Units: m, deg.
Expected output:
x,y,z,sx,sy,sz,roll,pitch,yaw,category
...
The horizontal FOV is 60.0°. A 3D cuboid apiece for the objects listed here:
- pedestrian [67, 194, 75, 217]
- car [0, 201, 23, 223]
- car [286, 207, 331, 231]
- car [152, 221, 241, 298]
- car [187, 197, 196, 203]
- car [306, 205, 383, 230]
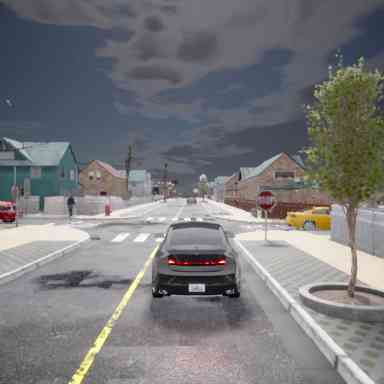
x,y,z,sx,sy,sz,roll,pitch,yaw,category
-9.687,1.047,26.608,0.375,1.860,0.375,0,-2,0,pedestrian
-13.616,0.937,20.747,5.566,2.045,2.150,2,-1,-1,car
8.451,1.693,20.777,5.008,1.535,1.882,1,-1,0,car
0.081,1.510,8.513,1.837,1.490,4.892,0,0,0,car
-0.105,1.738,72.341,1.994,1.385,4.181,0,0,0,car
10.969,1.798,23.710,5.008,1.535,1.882,1,-1,-1,car
